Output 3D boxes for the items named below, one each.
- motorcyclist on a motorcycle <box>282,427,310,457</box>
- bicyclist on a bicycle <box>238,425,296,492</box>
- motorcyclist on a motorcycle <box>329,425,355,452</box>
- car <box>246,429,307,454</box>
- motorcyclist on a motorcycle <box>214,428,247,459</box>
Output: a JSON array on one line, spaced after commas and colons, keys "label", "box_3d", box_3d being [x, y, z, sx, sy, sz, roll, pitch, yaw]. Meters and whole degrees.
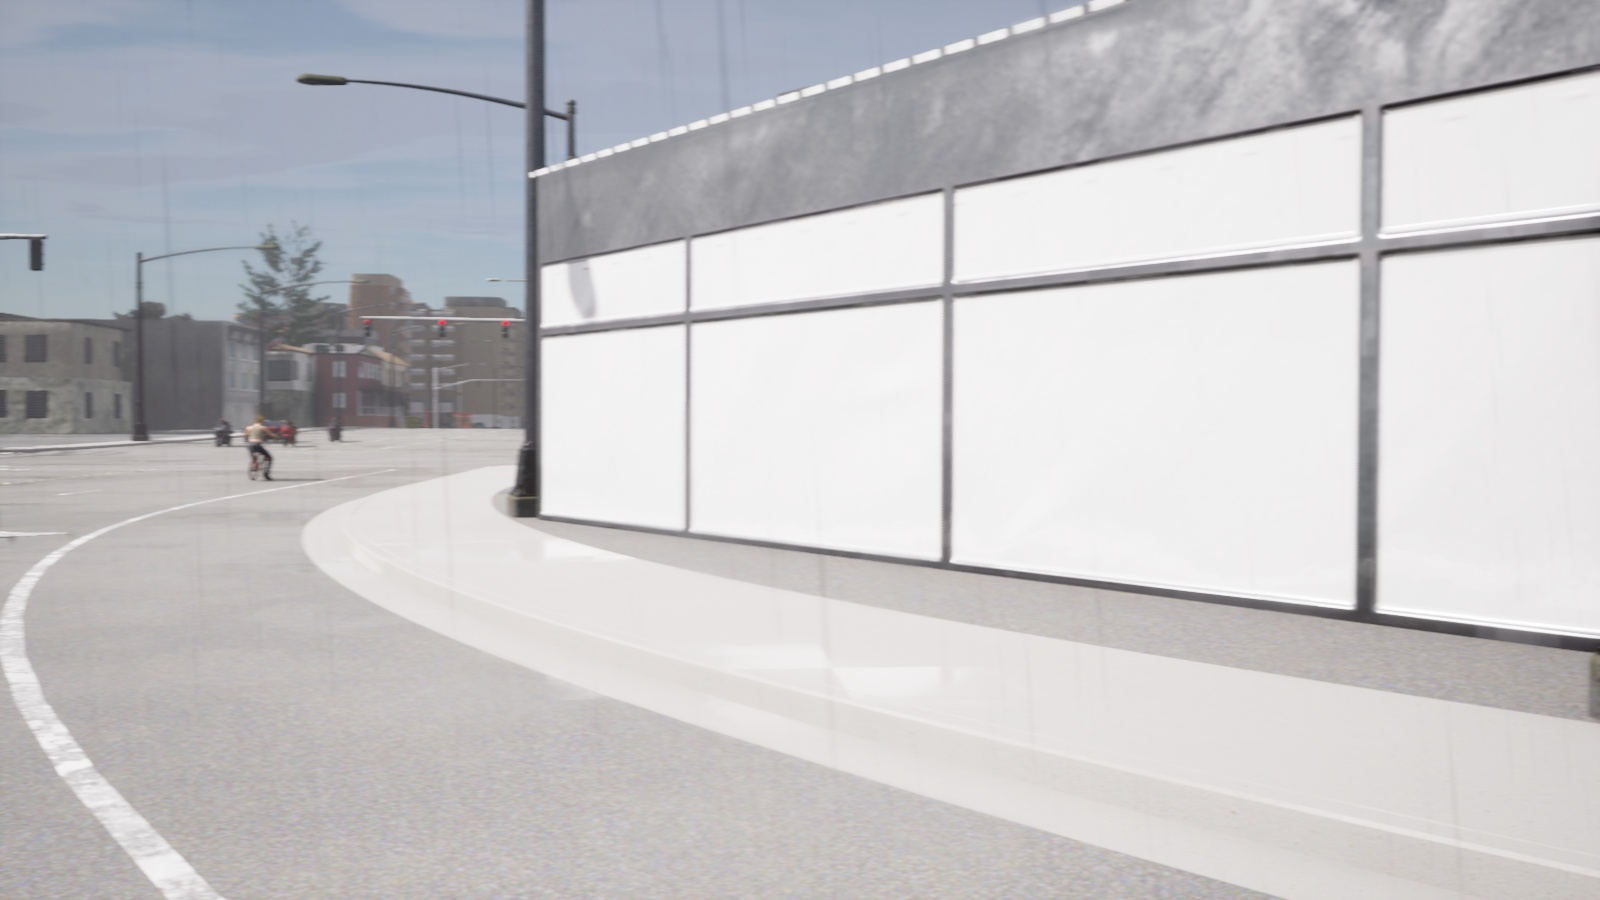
[{"label": "motorcyclist on a motorcycle", "box_3d": [-26.256, -0.437, 65.476, 0.797, 1.523, 2.044, -1, 2, -6]}, {"label": "bicyclist on a bicycle", "box_3d": [-13.203, 0.186, 31.157, 0.866, 1.612, 1.509, -1, 1, -5]}, {"label": "motorcyclist on a motorcycle", "box_3d": [-26.947, -0.668, 73.911, 0.866, 1.530, 2.191, -1, 2, -5]}, {"label": "car", "box_3d": [-30.374, -0.526, 72.966, 1.895, 1.301, 4.718, -1, 2, -5]}, {"label": "motorcyclist on a motorcycle", "box_3d": [-29.704, -0.340, 65.549, 0.866, 1.530, 2.191, -1, 2, -5]}]
